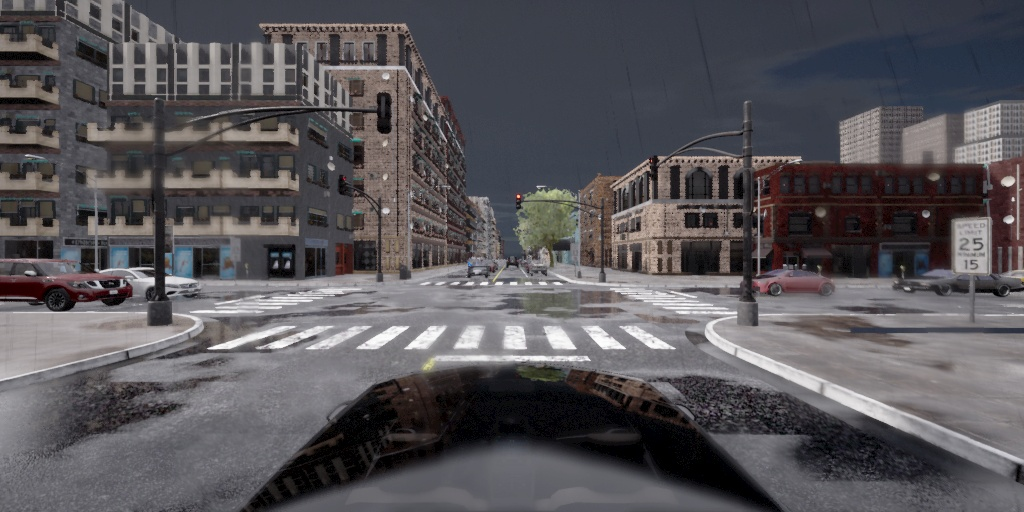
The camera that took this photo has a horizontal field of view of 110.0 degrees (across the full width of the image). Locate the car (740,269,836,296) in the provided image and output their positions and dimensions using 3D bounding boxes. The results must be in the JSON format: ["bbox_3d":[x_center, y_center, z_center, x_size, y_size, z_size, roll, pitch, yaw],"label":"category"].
[{"bbox_3d":[14.716,1.387,19.286,4.181,1.385,1.994,0,0,0],"label":"car"}]

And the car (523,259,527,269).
[{"bbox_3d":[2.686,1.228,42.684,1.967,1.591,4.097,0,0,0],"label":"car"}]

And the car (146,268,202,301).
[{"bbox_3d":[-16.529,1.227,15.861,4.674,1.442,1.812,0,0,0],"label":"car"}]

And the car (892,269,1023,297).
[{"bbox_3d":[24.018,1.412,19.354,5.357,1.411,2.033,0,0,0],"label":"car"}]

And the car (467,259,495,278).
[{"bbox_3d":[-3.106,1.266,34.337,2.128,1.511,4.902,0,0,0],"label":"car"}]

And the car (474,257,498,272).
[{"bbox_3d":[-3.103,1.143,44.231,2.097,1.767,4.553,0,0,0],"label":"car"}]

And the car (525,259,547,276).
[{"bbox_3d":[2.686,1.330,36.987,2.007,1.370,4.403,0,0,0],"label":"car"}]

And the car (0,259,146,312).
[{"bbox_3d":[-17.278,1.013,13.266,5.009,1.841,2.192,0,0,0],"label":"car"}]

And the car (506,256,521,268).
[{"bbox_3d":[0.085,1.050,63.906,2.150,2.045,5.566,0,0,0],"label":"car"}]
